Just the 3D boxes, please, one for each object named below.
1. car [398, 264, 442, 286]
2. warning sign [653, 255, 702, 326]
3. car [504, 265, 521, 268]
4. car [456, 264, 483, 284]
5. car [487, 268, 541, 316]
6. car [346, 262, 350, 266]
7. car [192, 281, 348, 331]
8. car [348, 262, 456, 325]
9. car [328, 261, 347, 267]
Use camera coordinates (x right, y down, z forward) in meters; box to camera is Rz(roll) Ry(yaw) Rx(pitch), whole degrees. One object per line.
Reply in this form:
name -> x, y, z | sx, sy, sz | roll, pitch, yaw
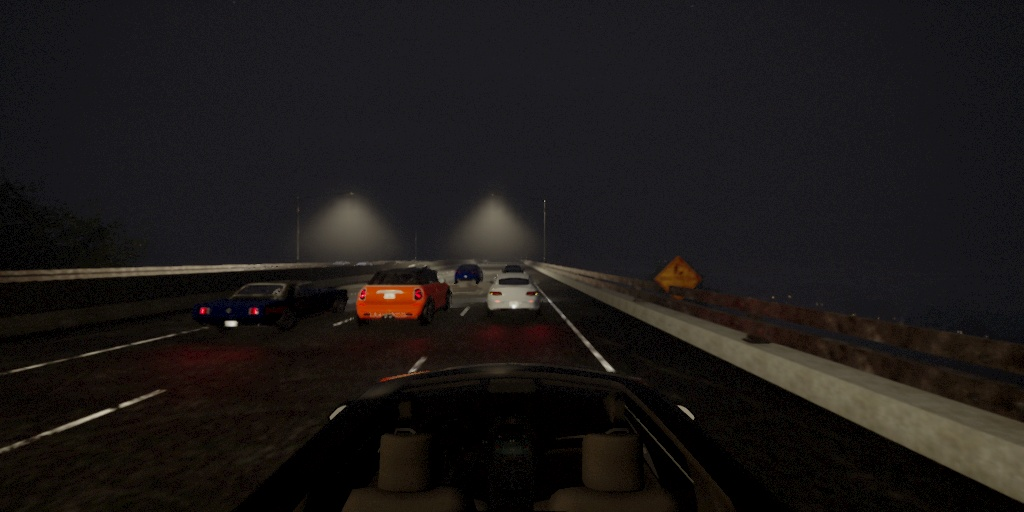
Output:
car -> -6.931, 1.386, 27.545 | 2.128, 1.511, 4.902 | 0, 0, 0
warning sign -> 4.550, 0.913, 9.882 | 1.300, 1.860, 1.060 | 0, 0, 0
car -> 0.072, 1.425, 28.590 | 1.812, 1.442, 4.674 | 0, 0, 0
car -> -3.425, 1.380, 29.040 | 1.882, 1.535, 5.008 | 0, 0, 0
car -> 0.075, 1.343, 13.533 | 1.812, 1.442, 4.674 | 0, 0, 0
car -> -21.060, 1.563, 51.256 | 2.033, 1.411, 5.357 | 0, 0, 1
car -> -6.937, 1.405, 11.110 | 1.895, 1.301, 4.718 | 0, 0, 0
car -> -3.432, 1.161, 12.224 | 2.097, 1.767, 4.553 | 0, 0, 0
car -> -24.558, 1.507, 51.467 | 2.128, 1.511, 4.902 | 0, 0, 0
